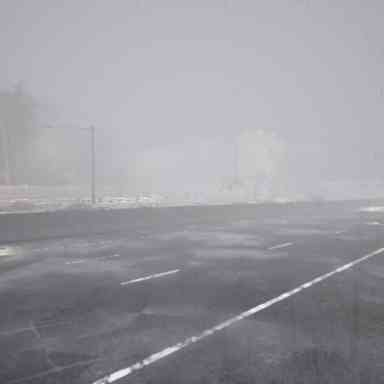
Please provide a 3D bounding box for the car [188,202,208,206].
[{"bbox_3d":[0.818,2.065,44.777,1.895,1.301,4.718,-1,-1,43],"label":"car"}]

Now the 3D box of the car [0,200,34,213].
[{"bbox_3d":[-19.696,1.569,36.904,1.994,1.385,4.181,-1,0,22],"label":"car"}]

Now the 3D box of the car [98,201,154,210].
[{"bbox_3d":[-4.996,1.801,28.192,2.128,1.511,4.902,-1,-1,43],"label":"car"}]

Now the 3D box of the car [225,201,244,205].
[{"bbox_3d":[6.049,1.929,45.269,2.128,1.511,4.902,-1,-1,43],"label":"car"}]

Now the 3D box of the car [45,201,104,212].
[{"bbox_3d":[-11.319,1.705,31.576,1.882,1.535,5.008,5,3,43],"label":"car"}]

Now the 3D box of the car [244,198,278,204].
[{"bbox_3d":[9.261,1.903,43.584,1.837,1.490,4.892,-1,-2,43],"label":"car"}]

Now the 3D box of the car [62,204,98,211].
[{"bbox_3d":[-8.585,1.949,29.466,1.895,1.301,4.718,-1,-1,43],"label":"car"}]

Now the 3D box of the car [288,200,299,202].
[{"bbox_3d":[17.383,2.114,57.470,1.895,1.301,4.718,-1,-1,43],"label":"car"}]

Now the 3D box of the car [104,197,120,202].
[{"bbox_3d":[-13.498,1.486,54.175,1.812,1.442,4.674,-1,0,20],"label":"car"}]

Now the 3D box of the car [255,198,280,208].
[{"bbox_3d":[13.227,1.899,58.142,2.097,1.767,4.553,-1,-1,43],"label":"car"}]

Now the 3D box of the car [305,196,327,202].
[{"bbox_3d":[20.938,1.690,56.151,2.150,2.045,5.566,-1,-1,43],"label":"car"}]

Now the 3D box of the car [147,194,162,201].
[{"bbox_3d":[-7.937,1.139,68.661,1.882,1.535,5.008,-1,1,21],"label":"car"}]
